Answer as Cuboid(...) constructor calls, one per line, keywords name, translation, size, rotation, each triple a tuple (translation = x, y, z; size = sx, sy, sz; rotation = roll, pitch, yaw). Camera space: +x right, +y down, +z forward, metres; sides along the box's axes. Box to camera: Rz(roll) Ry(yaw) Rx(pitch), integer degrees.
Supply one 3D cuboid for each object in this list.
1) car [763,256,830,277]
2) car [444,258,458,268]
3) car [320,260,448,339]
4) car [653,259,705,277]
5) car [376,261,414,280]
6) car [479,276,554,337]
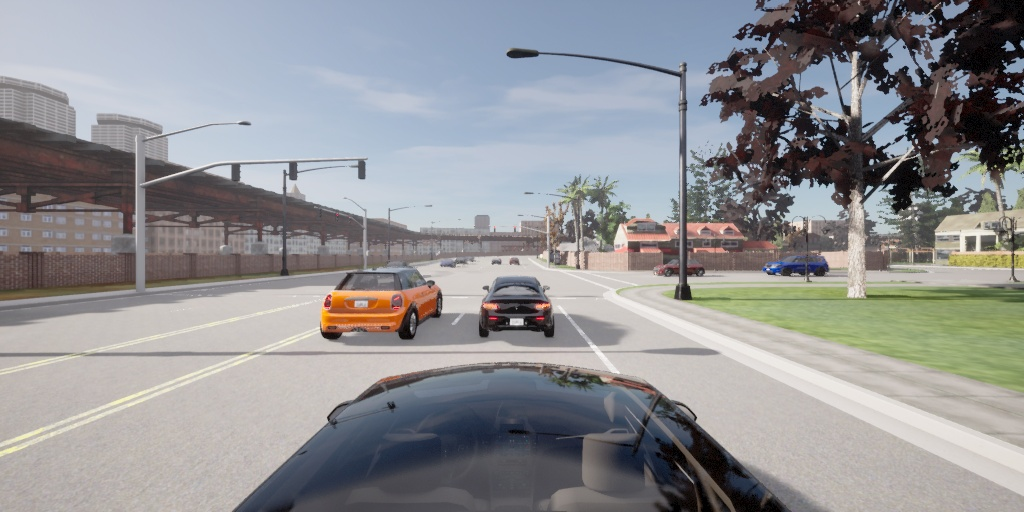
Cuboid(name="car", translation=(27.971, 0.972, 35.340), size=(5.566, 2.045, 2.150), rotation=(0, 0, -1))
Cuboid(name="car", translation=(-10.269, 1.147, 57.335), size=(1.812, 1.442, 4.674), rotation=(0, 1, 0))
Cuboid(name="car", translation=(-3.376, 1.102, 10.198), size=(2.097, 1.767, 4.553), rotation=(0, 0, 1))
Cuboid(name="car", translation=(16.275, 1.103, 35.104), size=(4.553, 1.767, 2.097), rotation=(0, 0, -1))
Cuboid(name="car", translation=(-10.426, 1.249, 32.453), size=(1.837, 1.490, 4.892), rotation=(0, 0, 0))
Cuboid(name="car", translation=(0.122, 1.276, 10.145), size=(1.812, 1.442, 4.674), rotation=(0, 0, 0))
